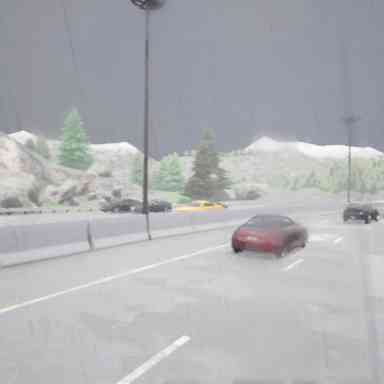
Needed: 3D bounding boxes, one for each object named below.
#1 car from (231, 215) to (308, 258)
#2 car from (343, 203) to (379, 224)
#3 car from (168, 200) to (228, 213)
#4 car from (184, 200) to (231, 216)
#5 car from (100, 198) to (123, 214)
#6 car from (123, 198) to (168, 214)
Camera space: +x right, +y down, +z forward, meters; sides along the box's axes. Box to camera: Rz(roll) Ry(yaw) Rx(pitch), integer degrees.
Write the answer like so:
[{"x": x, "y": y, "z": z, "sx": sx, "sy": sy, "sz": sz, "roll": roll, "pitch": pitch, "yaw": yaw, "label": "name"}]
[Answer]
[{"x": 3.212, "y": 1.610, "z": 13.264, "sx": 1.994, "sy": 1.385, "sz": 4.181, "roll": 1, "pitch": 0, "yaw": 33, "label": "car"}, {"x": 13.844, "y": 1.688, "z": 27.167, "sx": 1.837, "sy": 1.490, "sz": 4.892, "roll": 0, "pitch": 0, "yaw": 41, "label": "car"}, {"x": 0.609, "y": 1.506, "z": 27.911, "sx": 1.882, "sy": 1.535, "sz": 5.008, "roll": 1, "pitch": 0, "yaw": 38, "label": "car"}, {"x": 1.708, "y": 1.595, "z": 34.869, "sx": 2.033, "sy": 1.411, "sz": 5.357, "roll": 1, "pitch": 0, "yaw": 40, "label": "car"}, {"x": -7.301, "y": 1.447, "z": 34.803, "sx": 1.837, "sy": 1.490, "sz": 4.892, "roll": 1, "pitch": 0, "yaw": 38, "label": "car"}, {"x": -4.064, "y": 1.470, "z": 33.268, "sx": 2.128, "sy": 1.511, "sz": 4.902, "roll": 1, "pitch": 0, "yaw": 39, "label": "car"}]
